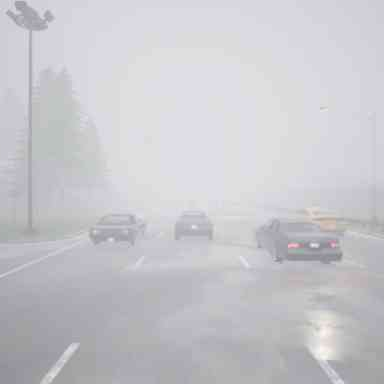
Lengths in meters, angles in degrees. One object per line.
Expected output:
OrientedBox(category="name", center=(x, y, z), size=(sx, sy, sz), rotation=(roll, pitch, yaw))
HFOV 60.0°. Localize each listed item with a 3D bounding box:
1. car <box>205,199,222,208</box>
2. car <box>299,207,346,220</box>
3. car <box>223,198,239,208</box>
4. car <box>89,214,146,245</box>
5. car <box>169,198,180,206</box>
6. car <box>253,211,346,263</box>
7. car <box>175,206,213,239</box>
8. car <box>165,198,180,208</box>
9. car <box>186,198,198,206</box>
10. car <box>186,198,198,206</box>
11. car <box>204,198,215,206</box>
OrientedBox(category="car", center=(3.497, 1.894, 57.001), size=(1.882, 1.535, 5.008), rotation=(0, 0, 0))
OrientedBox(category="car", center=(7.099, 1.619, 19.330), size=(1.882, 1.535, 5.008), rotation=(0, 0, 0))
OrientedBox(category="car", center=(6.997, 1.951, 58.251), size=(1.812, 1.442, 4.674), rotation=(0, 0, 0))
OrientedBox(category="car", center=(-3.400, 1.720, 16.183), size=(1.895, 1.301, 4.718), rotation=(0, 0, 0))
OrientedBox(category="car", center=(-3.503, 1.954, 67.425), size=(1.837, 1.490, 4.892), rotation=(0, 0, 0))
OrientedBox(category="car", center=(3.600, 1.638, 12.277), size=(2.033, 1.411, 5.357), rotation=(0, 0, 0))
OrientedBox(category="car", center=(0.100, 1.698, 18.272), size=(1.994, 1.385, 4.181), rotation=(0, 0, 0))
OrientedBox(category="car", center=(-3.503, 2.020, 57.446), size=(1.895, 1.301, 4.718), rotation=(0, 0, 0))
OrientedBox(category="car", center=(-0.003, 1.921, 57.001), size=(1.837, 1.490, 4.892), rotation=(0, 0, 0))
OrientedBox(category="car", center=(-0.003, 1.970, 66.592), size=(2.128, 1.511, 4.902), rotation=(0, 0, 0))
OrientedBox(category="car", center=(3.497, 2.040, 66.592), size=(2.033, 1.411, 5.357), rotation=(0, 0, 0))
